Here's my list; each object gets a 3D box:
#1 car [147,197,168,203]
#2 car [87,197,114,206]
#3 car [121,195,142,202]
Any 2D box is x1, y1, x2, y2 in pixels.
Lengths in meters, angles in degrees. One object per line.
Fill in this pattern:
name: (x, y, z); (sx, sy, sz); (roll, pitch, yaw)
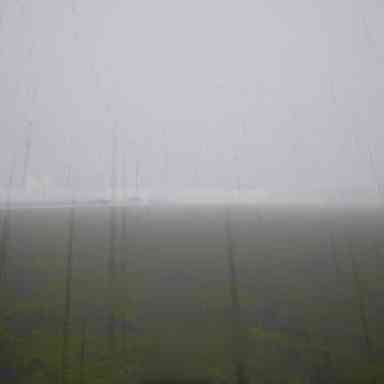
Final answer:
car: (-7.321, 1.694, 71.465); (1.895, 1.301, 4.718); (0, 0, 37)
car: (-16.294, 1.627, 59.407); (1.882, 1.535, 5.008); (0, 0, 37)
car: (-12.531, 1.348, 69.072); (2.128, 1.511, 4.902); (0, 0, 37)
